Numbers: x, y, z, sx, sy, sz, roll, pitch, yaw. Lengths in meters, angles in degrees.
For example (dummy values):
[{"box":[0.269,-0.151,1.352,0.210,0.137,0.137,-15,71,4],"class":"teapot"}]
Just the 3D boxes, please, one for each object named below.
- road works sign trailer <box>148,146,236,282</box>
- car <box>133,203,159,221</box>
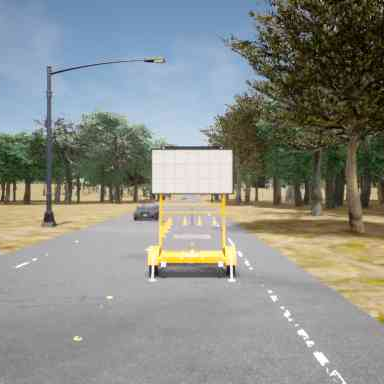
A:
[{"box":[0.008,0.468,9.784,2.380,3.560,2.880,0,0,0],"class":"road works sign trailer"},{"box":[-3.598,1.587,27.498,1.994,1.385,4.181,0,0,0],"class":"car"}]
